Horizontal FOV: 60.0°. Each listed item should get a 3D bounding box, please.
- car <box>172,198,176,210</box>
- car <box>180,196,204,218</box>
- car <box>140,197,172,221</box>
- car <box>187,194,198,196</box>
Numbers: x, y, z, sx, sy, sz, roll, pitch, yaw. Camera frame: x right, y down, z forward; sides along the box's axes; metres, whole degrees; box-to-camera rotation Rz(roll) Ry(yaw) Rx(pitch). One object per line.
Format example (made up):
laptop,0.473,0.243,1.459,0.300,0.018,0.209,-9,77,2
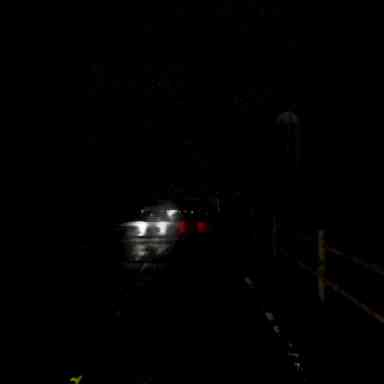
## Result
car,-2.791,1.269,37.242,1.994,1.385,4.181,0,0,0
car,0.024,1.306,27.129,1.812,1.442,4.674,0,1,0
car,-2.775,1.319,25.424,1.812,1.442,4.674,0,0,1
car,0.051,1.008,43.730,2.097,1.767,4.553,0,0,0
